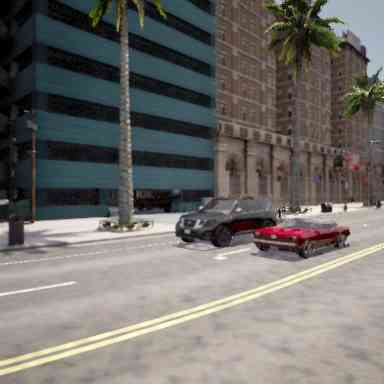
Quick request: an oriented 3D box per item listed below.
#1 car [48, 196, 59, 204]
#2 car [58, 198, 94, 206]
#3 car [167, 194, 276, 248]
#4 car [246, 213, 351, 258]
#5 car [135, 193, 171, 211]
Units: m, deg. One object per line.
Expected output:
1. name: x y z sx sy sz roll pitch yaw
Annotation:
1. car: -25.721 1.474 60.480 2.161 1.482 4.786 0 0 45
2. car: -17.806 1.520 51.989 1.895 1.301 4.718 0 0 45
3. car: 1.782 1.245 15.348 5.566 2.045 2.150 0 0 -45
4. car: 4.395 1.625 13.014 4.718 1.301 1.895 0 0 -45
5. car: -4.127 1.082 39.508 2.435 2.045 5.566 0 0 45
